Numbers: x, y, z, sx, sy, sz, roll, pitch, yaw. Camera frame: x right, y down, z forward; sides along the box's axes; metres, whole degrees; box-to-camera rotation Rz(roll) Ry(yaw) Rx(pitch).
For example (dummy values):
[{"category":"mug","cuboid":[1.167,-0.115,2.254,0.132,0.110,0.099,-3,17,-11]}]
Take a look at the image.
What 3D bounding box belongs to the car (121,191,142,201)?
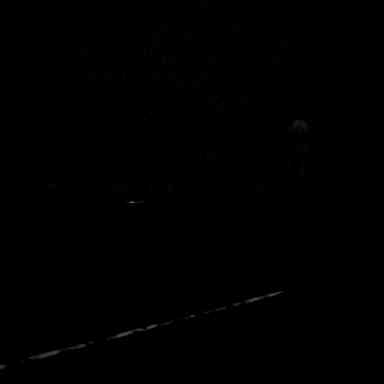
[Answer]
[{"category":"car","cuboid":[-8.970,0.575,49.040,1.994,1.385,4.181,-1,2,-29]}]
